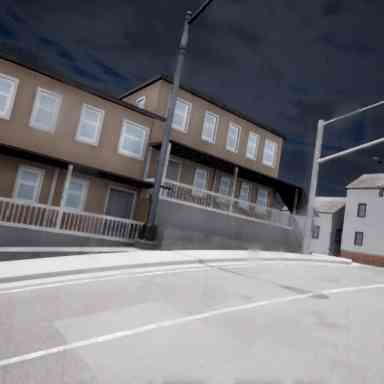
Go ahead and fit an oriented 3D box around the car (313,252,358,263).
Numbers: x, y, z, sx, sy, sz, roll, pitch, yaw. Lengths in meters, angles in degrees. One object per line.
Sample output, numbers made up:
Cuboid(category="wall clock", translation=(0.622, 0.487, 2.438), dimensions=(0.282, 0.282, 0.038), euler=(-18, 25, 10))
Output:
Cuboid(category="car", translation=(11.755, 5.921, 28.980), dimensions=(1.895, 1.301, 4.718), euler=(14, -17, -34))
